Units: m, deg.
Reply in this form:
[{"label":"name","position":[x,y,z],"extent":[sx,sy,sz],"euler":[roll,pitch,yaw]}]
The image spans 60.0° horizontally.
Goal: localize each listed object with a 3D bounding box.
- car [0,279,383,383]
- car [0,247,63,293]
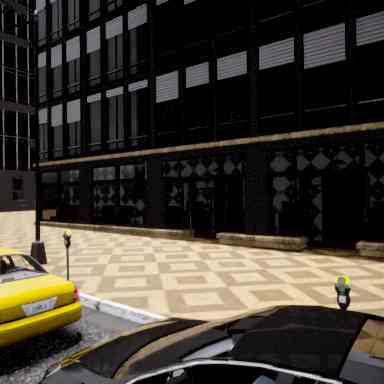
[{"label":"car","position":[0.683,1.566,2.359],"extent":[4.313,1.339,1.947],"euler":[0,-1,36]},{"label":"car","position":[-3.951,1.527,5.874],"extent":[4.829,1.417,1.752],"euler":[0,-1,36]}]
